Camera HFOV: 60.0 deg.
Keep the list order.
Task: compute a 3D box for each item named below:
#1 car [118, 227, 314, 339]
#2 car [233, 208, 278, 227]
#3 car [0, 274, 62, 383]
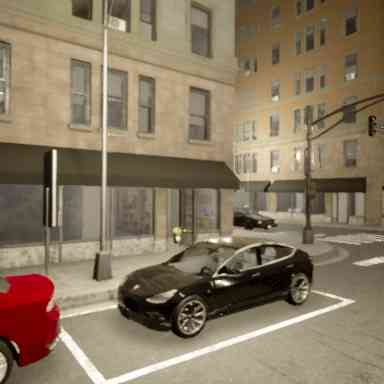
[{"bbox_3d":[0.688,1.620,6.697,4.313,1.339,1.947,1,-1,-36],"label":"car"},{"bbox_3d":[3.474,1.816,23.203,2.033,1.411,5.357,1,-1,-32],"label":"car"},{"bbox_3d":[-3.785,1.533,3.479,4.507,1.381,1.887,1,-1,-36],"label":"car"}]
